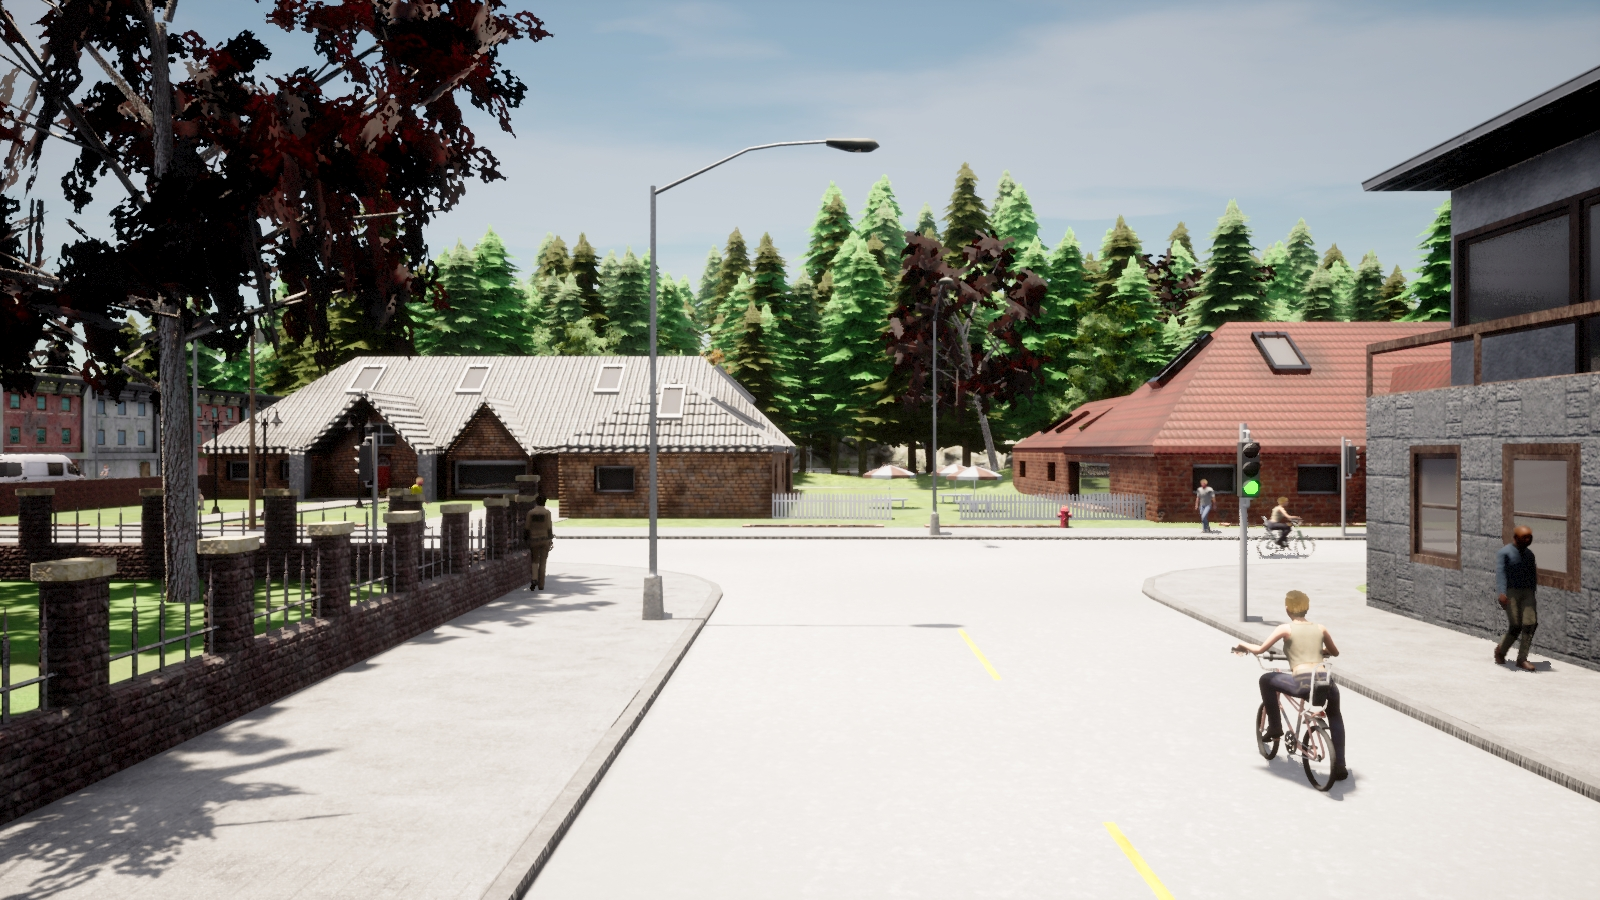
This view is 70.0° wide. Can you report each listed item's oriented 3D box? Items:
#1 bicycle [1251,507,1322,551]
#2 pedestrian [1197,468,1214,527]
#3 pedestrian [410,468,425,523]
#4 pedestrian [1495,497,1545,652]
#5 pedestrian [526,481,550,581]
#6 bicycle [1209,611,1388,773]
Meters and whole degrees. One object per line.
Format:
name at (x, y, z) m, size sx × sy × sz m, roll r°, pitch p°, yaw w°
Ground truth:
bicycle at (12.561, 2.036, 29.542) m, size 1.487 × 1.080 × 0.859 m, roll 0°, pitch 0°, yaw 1°
pedestrian at (13.057, 1.524, 36.789) m, size 0.375 × 1.860 × 0.375 m, roll 0°, pitch 0°, yaw -41°
pedestrian at (-12.849, 1.524, 38.357) m, size 0.375 × 1.860 × 0.375 m, roll 0°, pitch 0°, yaw 2°
pedestrian at (8.833, 1.516, 14.025) m, size 0.375 × 1.860 × 0.375 m, roll 0°, pitch 0°, yaw 1°
pedestrian at (-4.957, 1.523, 21.646) m, size 0.375 × 1.860 × 0.375 m, roll 0°, pitch 0°, yaw -1°
bicycle at (4.247, 2.036, 9.857) m, size 0.859 × 1.080 × 1.487 m, roll 0°, pitch 0°, yaw -2°
